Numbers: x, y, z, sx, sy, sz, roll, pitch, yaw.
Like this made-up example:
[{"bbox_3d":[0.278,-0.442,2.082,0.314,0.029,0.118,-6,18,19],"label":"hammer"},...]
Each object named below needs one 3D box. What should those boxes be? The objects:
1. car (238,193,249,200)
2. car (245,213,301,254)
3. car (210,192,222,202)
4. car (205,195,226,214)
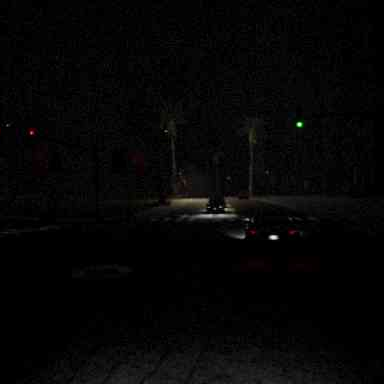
[{"bbox_3d":[11.293,1.011,73.336,2.128,1.511,4.902,-1,0,0],"label":"car"},{"bbox_3d":[3.130,1.529,13.436,1.994,1.385,4.181,-1,0,9],"label":"car"},{"bbox_3d":[4.590,1.011,63.435,2.097,1.767,4.553,-1,0,3],"label":"car"},{"bbox_3d":[2.440,1.370,34.342,1.837,1.490,4.892,-1,0,6],"label":"car"}]
